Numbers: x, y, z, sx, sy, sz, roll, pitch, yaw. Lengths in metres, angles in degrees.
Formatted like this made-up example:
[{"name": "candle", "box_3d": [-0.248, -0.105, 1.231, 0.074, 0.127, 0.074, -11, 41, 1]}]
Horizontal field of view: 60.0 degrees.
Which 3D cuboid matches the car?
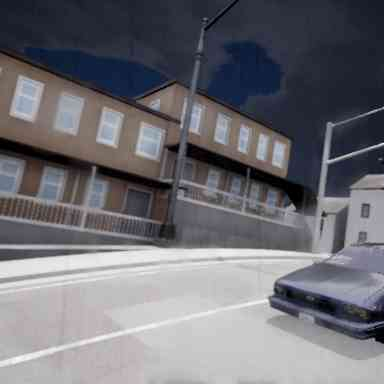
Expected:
[{"name": "car", "box_3d": [4.002, 1.790, 6.813, 5.357, 1.411, 2.033, 5, -3, -35]}]
